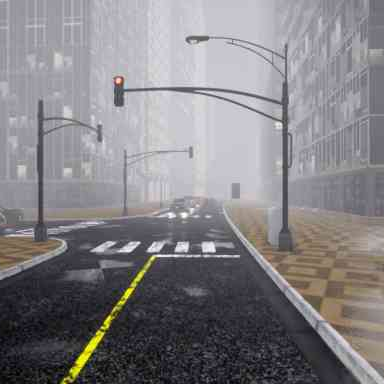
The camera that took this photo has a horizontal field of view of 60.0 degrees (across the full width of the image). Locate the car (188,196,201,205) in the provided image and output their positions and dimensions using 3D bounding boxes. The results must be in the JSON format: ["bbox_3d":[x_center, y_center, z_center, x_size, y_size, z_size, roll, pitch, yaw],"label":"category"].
[{"bbox_3d":[0.470,1.465,57.378,1.812,1.442,4.674,0,0,7],"label":"car"}]

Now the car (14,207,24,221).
[{"bbox_3d":[-16.473,1.854,28.052,4.403,1.369,2.008,-1,1,10],"label":"car"}]

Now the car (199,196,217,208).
[{"bbox_3d":[2.557,1.504,47.430,2.033,1.411,5.357,0,0,6],"label":"car"}]

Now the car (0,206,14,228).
[{"bbox_3d":[-14.630,1.576,21.847,4.553,1.767,2.097,-1,0,11],"label":"car"}]

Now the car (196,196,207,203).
[{"bbox_3d":[2.003,1.513,68.716,1.895,1.301,4.718,0,0,8],"label":"car"}]

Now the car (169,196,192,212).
[{"bbox_3d":[-1.425,1.477,38.522,1.837,1.490,4.892,0,0,5],"label":"car"}]

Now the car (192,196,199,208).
[{"bbox_3d":[-0.601,1.311,47.624,2.097,1.767,4.553,0,0,6],"label":"car"}]
